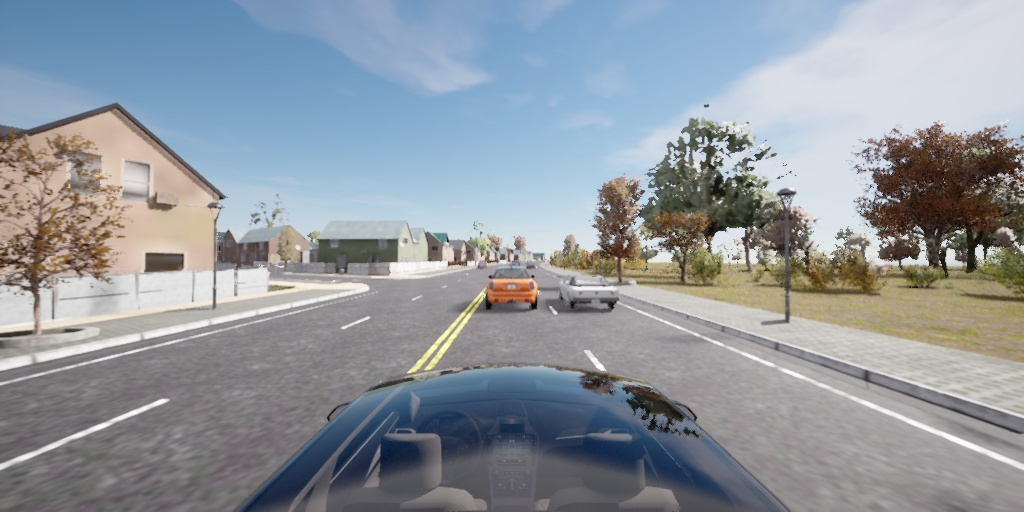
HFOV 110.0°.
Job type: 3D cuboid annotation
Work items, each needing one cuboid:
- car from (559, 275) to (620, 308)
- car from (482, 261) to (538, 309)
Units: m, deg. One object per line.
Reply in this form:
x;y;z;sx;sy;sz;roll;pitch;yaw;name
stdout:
3.235;1.488;16.013;1.895;1.301;4.718;0;-1;0;car
-0.015;1.237;15.975;2.097;1.767;4.553;0;-1;0;car
